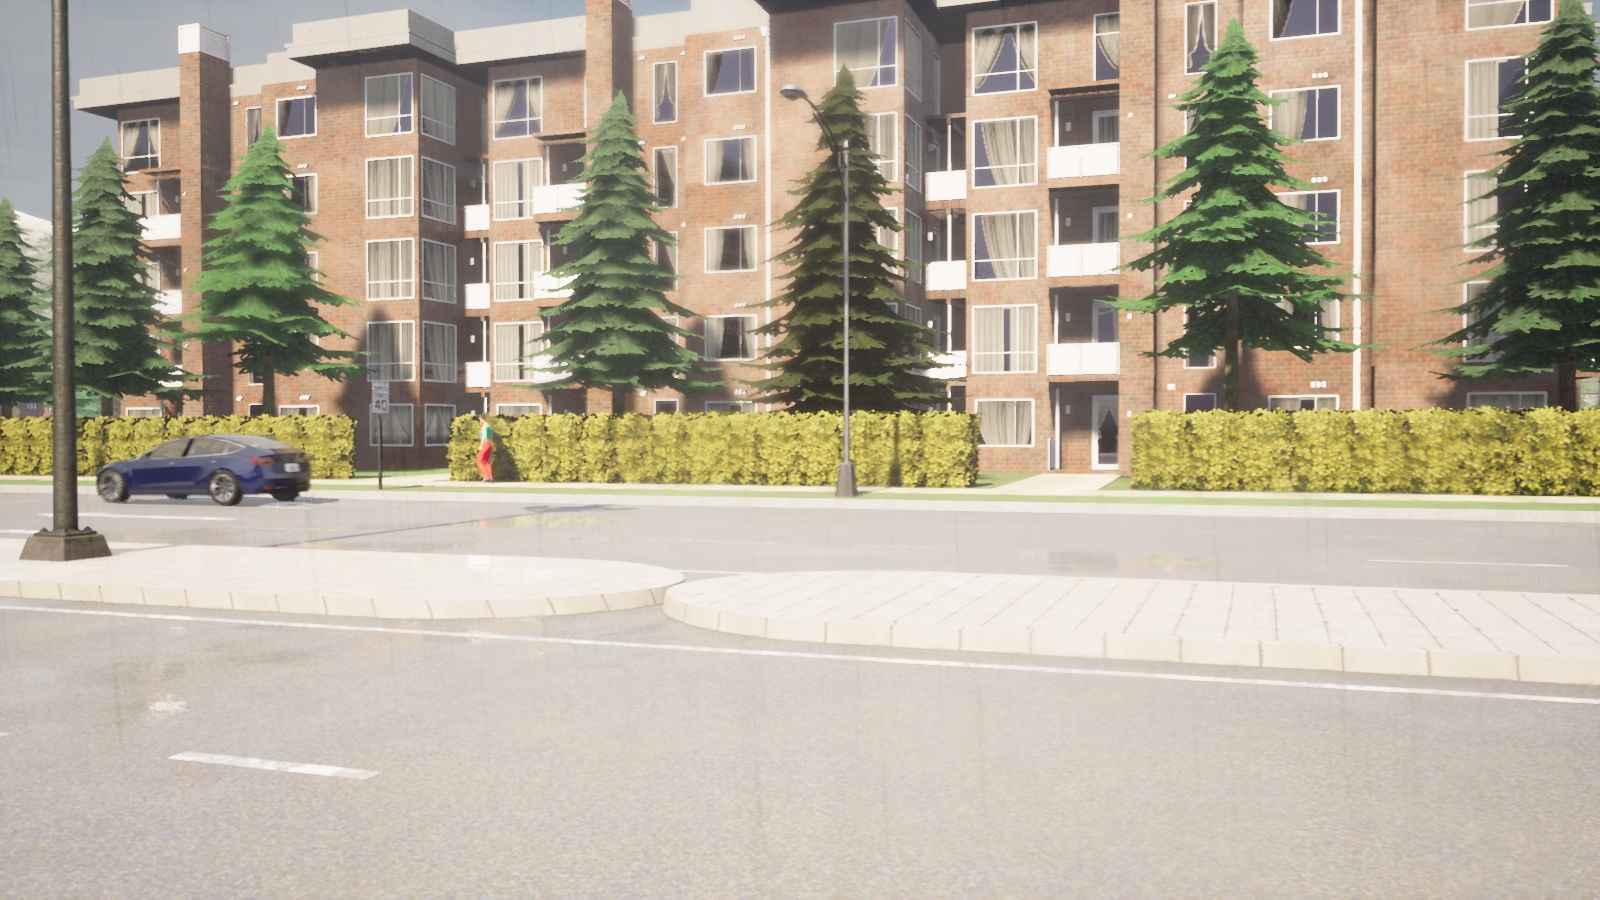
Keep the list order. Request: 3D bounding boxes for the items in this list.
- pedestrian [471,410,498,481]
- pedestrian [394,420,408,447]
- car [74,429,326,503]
[{"bbox_3d":[-8.198,-0.126,32.659,0.594,1.836,0.345,1,1,21],"label":"pedestrian"},{"bbox_3d":[-27.654,-1.152,87.037,0.563,1.883,0.849,1,1,21],"label":"pedestrian"},{"bbox_3d":[-12.991,0.298,27.234,4.792,1.488,2.163,1,1,19],"label":"car"}]
